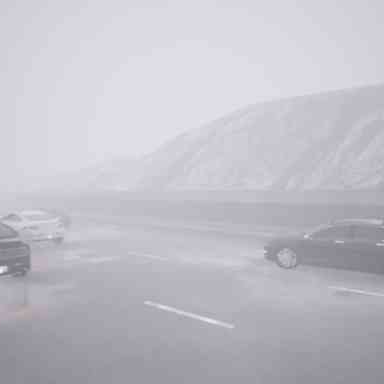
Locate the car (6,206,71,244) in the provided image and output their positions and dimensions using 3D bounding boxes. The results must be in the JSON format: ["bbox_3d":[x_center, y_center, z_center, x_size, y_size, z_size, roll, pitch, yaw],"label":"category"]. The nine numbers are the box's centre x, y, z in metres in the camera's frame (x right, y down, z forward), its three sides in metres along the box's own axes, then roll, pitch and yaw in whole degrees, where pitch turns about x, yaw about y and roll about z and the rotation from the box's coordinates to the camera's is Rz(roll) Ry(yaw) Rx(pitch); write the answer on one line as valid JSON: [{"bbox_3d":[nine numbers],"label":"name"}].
[{"bbox_3d":[-7.355,1.528,14.715,4.674,1.442,1.812,0,0,42],"label":"car"}]

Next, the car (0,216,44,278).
[{"bbox_3d":[-6.166,1.502,9.043,4.892,1.490,1.837,0,0,40],"label":"car"}]

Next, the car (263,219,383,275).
[{"bbox_3d":[4.471,1.533,9.516,4.892,1.490,1.837,0,0,36],"label":"car"}]

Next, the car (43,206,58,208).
[{"bbox_3d":[-9.570,1.571,21.637,4.181,1.385,1.994,0,0,45],"label":"car"}]
